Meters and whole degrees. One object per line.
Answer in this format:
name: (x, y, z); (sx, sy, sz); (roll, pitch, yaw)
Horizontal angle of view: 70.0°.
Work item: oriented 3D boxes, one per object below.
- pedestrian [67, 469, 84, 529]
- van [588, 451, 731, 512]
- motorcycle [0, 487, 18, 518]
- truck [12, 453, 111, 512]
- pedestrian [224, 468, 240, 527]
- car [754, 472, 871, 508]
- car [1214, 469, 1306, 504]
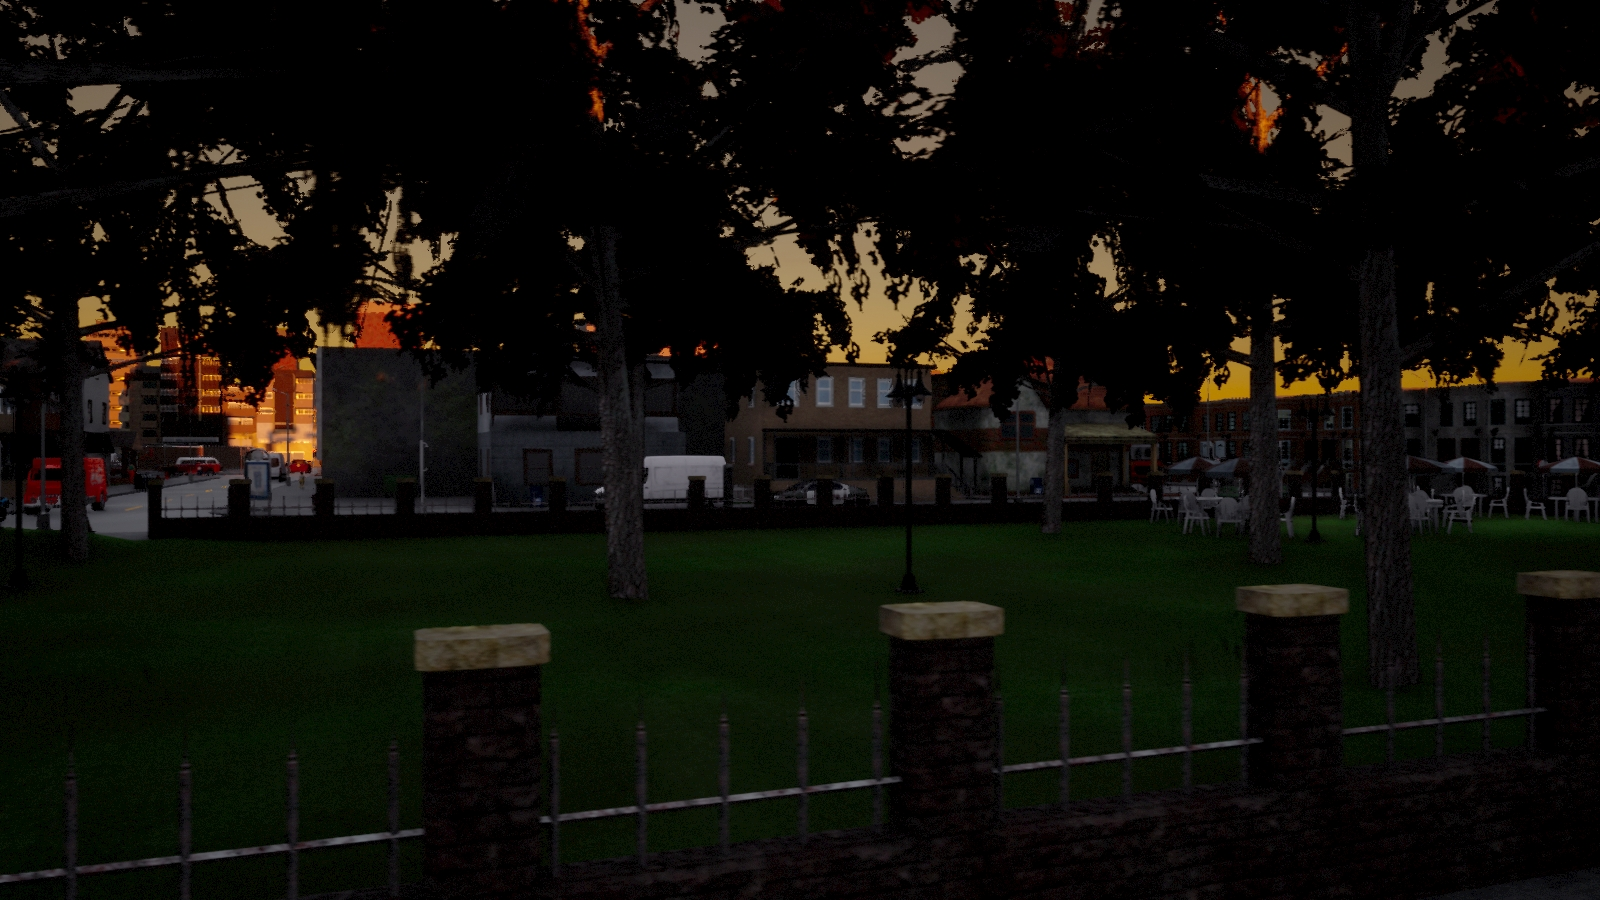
pedestrian: (-22.637, 1.525, 35.690); (0.375, 1.860, 0.375); (0, 0, -20)
van: (-6.127, 1.314, 49.796); (5.915, 2.561, 1.988); (0, 0, -20)
motorcycle: (-30.728, 1.994, 43.339); (0.803, 1.145, 2.033); (0, 0, -3)
truck: (-32.719, 1.350, 50.811); (2.627, 2.467, 5.204); (0, 0, -20)
pedestrian: (-18.334, 1.525, 36.881); (0.375, 1.860, 0.375); (0, 0, -15)
car: (0.566, 1.821, 52.348); (4.974, 1.542, 2.038); (0, 0, -21)
car: (22.533, 1.778, 56.021); (3.988, 1.617, 1.851); (0, 0, -20)
